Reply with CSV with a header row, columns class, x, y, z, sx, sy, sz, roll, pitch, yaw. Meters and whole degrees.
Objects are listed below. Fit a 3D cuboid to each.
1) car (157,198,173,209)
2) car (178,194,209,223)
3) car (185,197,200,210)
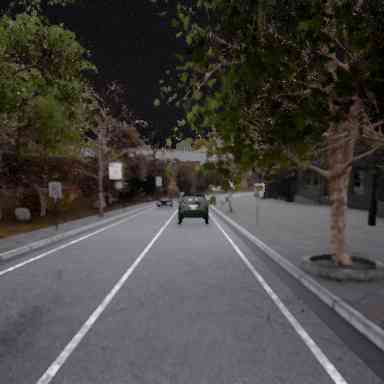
class,x,y,z,sx,sy,sz,roll,pitch,yaw
car,-3.562,1.475,44.730,1.994,1.385,4.181,0,0,0
car,0.100,1.171,24.918,2.150,2.045,5.566,0,0,0
car,0.115,1.418,43.000,1.812,1.442,4.674,0,1,0
